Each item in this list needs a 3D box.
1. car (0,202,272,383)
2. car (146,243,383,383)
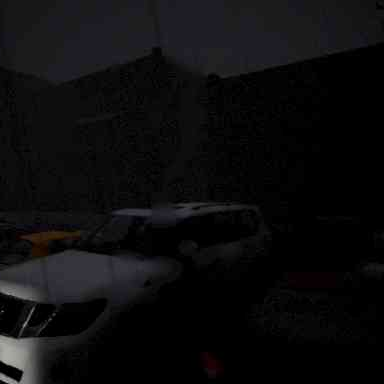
[{"bbox_3d":[-0.464,1.234,5.652,2.435,2.045,5.566,0,0,36],"label":"car"},{"bbox_3d":[1.810,1.520,4.061,2.002,1.452,4.674,0,0,35],"label":"car"}]
